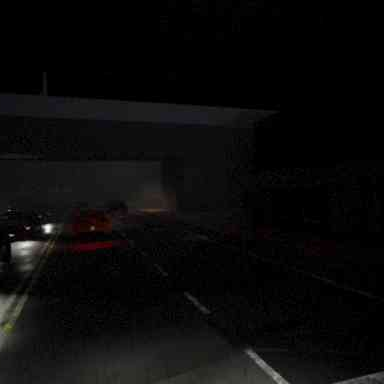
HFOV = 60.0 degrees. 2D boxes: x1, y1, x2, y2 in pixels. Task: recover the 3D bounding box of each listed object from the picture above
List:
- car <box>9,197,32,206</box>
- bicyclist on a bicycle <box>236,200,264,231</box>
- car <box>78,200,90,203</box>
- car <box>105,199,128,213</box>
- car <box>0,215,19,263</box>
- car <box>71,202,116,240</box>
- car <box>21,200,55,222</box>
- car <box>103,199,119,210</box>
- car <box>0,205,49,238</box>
[{"bbox_3d":[-20.361,1.623,39.880,2.150,2.045,5.566,-1,0,-19],"label":"car"},{"bbox_3d":[2.990,1.215,17.240,1.656,1.620,0.582,-2,0,-19],"label":"bicyclist on a bicycle"},{"bbox_3d":[-14.272,1.797,44.048,1.812,1.442,4.674,-1,0,-19],"label":"car"},{"bbox_3d":[-8.604,1.627,38.209,1.882,1.535,5.008,-1,0,-19],"label":"car"},{"bbox_3d":[-6.596,1.663,9.755,1.812,1.442,4.674,-1,0,-19],"label":"car"},{"bbox_3d":[-5.506,1.581,18.112,1.882,1.535,5.008,-1,0,-19],"label":"car"},{"bbox_3d":[-12.850,1.735,28.316,1.882,1.535,5.008,-1,0,-18],"label":"car"},{"bbox_3d":[-11.848,1.759,48.411,2.033,1.411,5.357,-1,0,-15],"label":"car"},{"bbox_3d":[-9.656,1.744,18.836,2.033,1.411,5.357,-1,0,-18],"label":"car"}]
